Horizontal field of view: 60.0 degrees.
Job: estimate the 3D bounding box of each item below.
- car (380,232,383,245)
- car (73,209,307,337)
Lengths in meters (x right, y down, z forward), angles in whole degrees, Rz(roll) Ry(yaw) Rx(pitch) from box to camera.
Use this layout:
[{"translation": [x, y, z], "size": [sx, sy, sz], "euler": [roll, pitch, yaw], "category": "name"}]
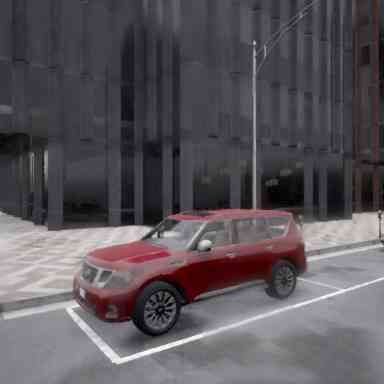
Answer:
[{"translation": [9.308, 1.524, 13.289], "size": [4.829, 1.417, 1.752], "euler": [0, 0, -35], "category": "car"}, {"translation": [0.269, 1.314, 6.842], "size": [5.009, 1.841, 2.192], "euler": [0, 0, -36], "category": "car"}]
